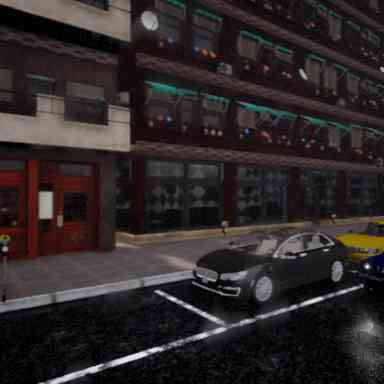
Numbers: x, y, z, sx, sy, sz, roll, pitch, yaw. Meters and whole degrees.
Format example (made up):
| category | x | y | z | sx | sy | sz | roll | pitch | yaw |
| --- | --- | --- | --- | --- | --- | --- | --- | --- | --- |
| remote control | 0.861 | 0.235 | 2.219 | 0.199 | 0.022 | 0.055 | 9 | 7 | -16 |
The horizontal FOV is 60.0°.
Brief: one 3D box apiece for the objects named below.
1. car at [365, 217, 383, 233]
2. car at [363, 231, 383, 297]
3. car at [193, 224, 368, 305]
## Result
| category | x | y | z | sx | sy | sz | roll | pitch | yaw |
| --- | --- | --- | --- | --- | --- | --- | --- | --- | --- |
| car | 6.416 | 1.547 | 11.136 | 4.829 | 1.417 | 1.752 | 0 | 0 | -36 |
| car | 5.748 | 1.617 | 7.471 | 4.718 | 1.301 | 1.895 | 0 | 0 | -35 |
| car | 2.046 | 1.562 | 8.018 | 4.403 | 1.369 | 2.008 | 0 | 0 | -36 |
